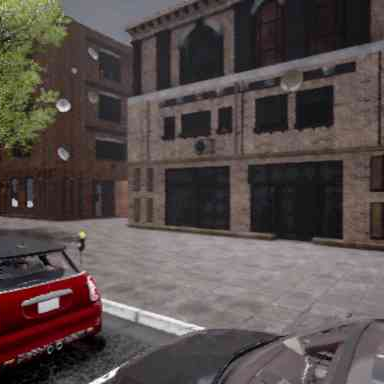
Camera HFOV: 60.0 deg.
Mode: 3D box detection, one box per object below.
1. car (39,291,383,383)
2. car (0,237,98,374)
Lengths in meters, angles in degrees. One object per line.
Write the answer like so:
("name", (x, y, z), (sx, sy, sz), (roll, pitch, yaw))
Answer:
("car", (1.280, 1.551, 1.960), (4.403, 1.369, 2.008), (0, 0, 35))
("car", (-3.358, 1.433, 5.268), (4.097, 1.590, 1.967), (0, 0, 35))
